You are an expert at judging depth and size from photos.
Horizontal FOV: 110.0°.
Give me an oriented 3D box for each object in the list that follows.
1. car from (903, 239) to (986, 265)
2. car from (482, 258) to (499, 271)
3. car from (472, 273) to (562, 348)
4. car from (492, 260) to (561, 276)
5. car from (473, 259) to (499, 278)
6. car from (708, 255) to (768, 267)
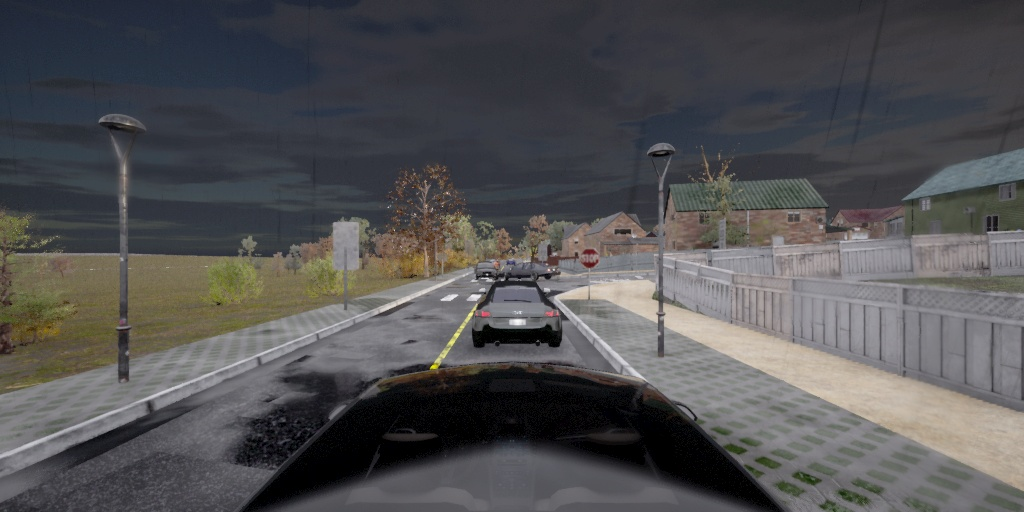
[{"bbox_3d":[23.836,-0.208,20.318,4.902,1.511,2.128,-3,0,14],"label":"car"},{"bbox_3d":[-2.986,1.121,51.017,2.097,1.767,4.553,0,0,0],"label":"car"},{"bbox_3d":[0.081,1.313,9.282,1.994,1.385,4.181,0,0,-1],"label":"car"},{"bbox_3d":[1.262,1.198,28.300,5.357,1.411,2.033,-4,-3,43],"label":"car"},{"bbox_3d":[-2.334,1.258,31.201,1.837,1.490,4.892,0,0,-8],"label":"car"},{"bbox_3d":[14.329,0.413,22.714,4.181,1.385,1.994,-3,0,16],"label":"car"}]
